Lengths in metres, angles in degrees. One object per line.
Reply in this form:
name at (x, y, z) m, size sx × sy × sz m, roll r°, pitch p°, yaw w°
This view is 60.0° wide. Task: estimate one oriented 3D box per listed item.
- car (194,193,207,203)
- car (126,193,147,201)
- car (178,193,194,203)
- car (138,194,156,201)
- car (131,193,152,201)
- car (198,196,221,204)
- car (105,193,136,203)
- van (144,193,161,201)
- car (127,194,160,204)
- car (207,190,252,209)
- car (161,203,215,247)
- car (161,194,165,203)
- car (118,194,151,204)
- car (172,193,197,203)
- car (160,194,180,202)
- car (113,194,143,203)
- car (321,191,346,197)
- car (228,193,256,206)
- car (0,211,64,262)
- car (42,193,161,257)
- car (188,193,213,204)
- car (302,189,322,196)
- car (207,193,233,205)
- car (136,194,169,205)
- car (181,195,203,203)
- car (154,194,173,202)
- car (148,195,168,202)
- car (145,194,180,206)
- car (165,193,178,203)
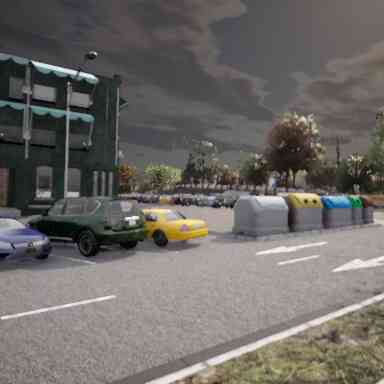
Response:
car at (2.668, 1.126, 37.075) m, size 2.002 × 1.452 × 4.674 m, roll 1°, pitch 0°, yaw 35°
car at (-15.365, 1.320, 92.804) m, size 2.435 × 2.045 × 5.566 m, roll 1°, pitch -2°, yaw 35°
car at (0.978, 1.088, 39.502) m, size 2.231 × 1.521 × 4.892 m, roll 0°, pitch -1°, yaw 35°
car at (-11.903, 1.447, 87.832) m, size 2.185 × 1.767 × 4.553 m, roll 1°, pitch -2°, yaw 35°
car at (-13.653, 1.319, 90.267) m, size 2.435 × 2.045 × 5.566 m, roll 1°, pitch -1°, yaw 35°
car at (3.565, 1.569, 65.463) m, size 2.231 × 1.521 × 4.892 m, roll 1°, pitch -2°, yaw 35°
car at (-12.616, 1.086, 58.794) m, size 1.946 × 1.575 × 5.366 m, roll 1°, pitch 0°, yaw 35°
van at (-10.137, 1.350, 85.427) m, size 1.878 × 1.987 × 4.442 m, roll 1°, pitch -2°, yaw 35°
car at (-7.448, 1.090, 51.653) m, size 2.097 × 1.535 × 5.008 m, roll 0°, pitch -1°, yaw 35°
car at (4.351, 0.834, 34.620) m, size 2.435 × 2.045 × 5.566 m, roll 1°, pitch 0°, yaw 35°
car at (-1.901, 1.427, 14.763) m, size 5.366 × 1.575 × 1.946 m, roll -1°, pitch 0°, yaw 35°
car at (-2.293, 1.087, 44.521) m, size 1.946 × 1.575 × 5.366 m, roll 0°, pitch -1°, yaw 35°
car at (-9.242, 1.085, 53.933) m, size 1.946 × 1.575 × 5.366 m, roll 1°, pitch 0°, yaw 35°
car at (-1.566, 1.320, 72.943) m, size 2.435 × 2.045 × 5.566 m, roll 1°, pitch -2°, yaw 35°
car at (-5.053, 1.444, 77.857) m, size 2.185 × 1.767 × 4.553 m, roll 1°, pitch -2°, yaw 35°
car at (-10.832, 1.090, 56.522) m, size 2.097 × 1.535 × 5.008 m, roll 1°, pitch 0°, yaw 35°
car at (19.111, 1.313, 43.155) m, size 2.435 × 2.045 × 5.566 m, roll 1°, pitch -2°, yaw 35°
car at (8.747, 1.315, 57.998) m, size 2.435 × 2.045 × 5.566 m, roll 1°, pitch -2°, yaw 35°
car at (-6.675, 1.503, 11.166) m, size 4.674 × 1.452 × 2.002 m, roll -1°, pitch -1°, yaw 35°
car at (-4.243, 1.197, 12.923) m, size 5.566 × 2.045 × 2.435 m, roll -1°, pitch 0°, yaw 35°
car at (1.843, 1.317, 67.929) m, size 2.435 × 2.045 × 5.566 m, roll 1°, pitch -1°, yaw 35°
car at (19.793, 0.282, 54.203) m, size 1.837 × 1.490 × 4.892 m, roll 2°, pitch 3°, yaw -34°
car at (5.332, 1.318, 63.013) m, size 2.435 × 2.045 × 5.566 m, roll 1°, pitch -2°, yaw 35°
car at (-5.779, 1.118, 49.200) m, size 2.163 × 1.488 × 4.792 m, roll 1°, pitch 0°, yaw 35°
car at (0.029, 1.559, 70.276) m, size 1.946 × 1.575 × 5.366 m, roll 1°, pitch -1°, yaw 35°
car at (-6.788, 1.444, 80.340) m, size 2.185 × 1.767 × 4.553 m, roll 1°, pitch -2°, yaw 35°
car at (-8.478, 1.573, 82.844) m, size 2.231 × 1.521 × 4.892 m, roll 1°, pitch -1°, yaw 35°
car at (-4.078, 1.090, 46.791) m, size 2.231 × 1.521 × 4.892 m, roll 0°, pitch -1°, yaw 35°
car at (-0.724, 0.961, 41.912) m, size 2.185 × 1.767 × 4.553 m, roll 0°, pitch -1°, yaw 35°
